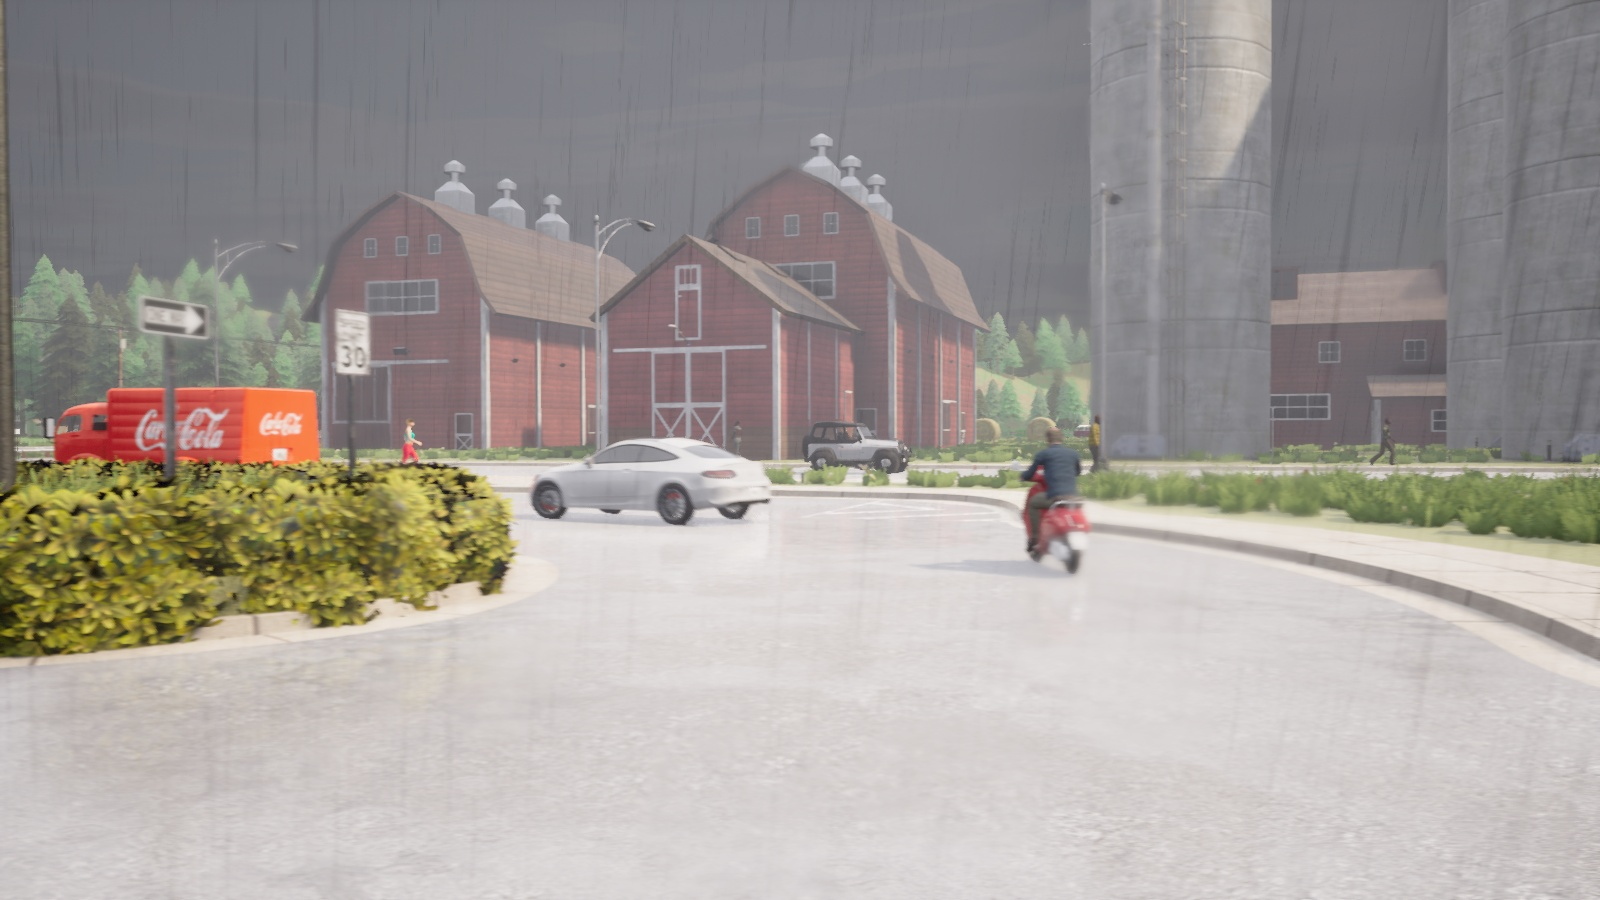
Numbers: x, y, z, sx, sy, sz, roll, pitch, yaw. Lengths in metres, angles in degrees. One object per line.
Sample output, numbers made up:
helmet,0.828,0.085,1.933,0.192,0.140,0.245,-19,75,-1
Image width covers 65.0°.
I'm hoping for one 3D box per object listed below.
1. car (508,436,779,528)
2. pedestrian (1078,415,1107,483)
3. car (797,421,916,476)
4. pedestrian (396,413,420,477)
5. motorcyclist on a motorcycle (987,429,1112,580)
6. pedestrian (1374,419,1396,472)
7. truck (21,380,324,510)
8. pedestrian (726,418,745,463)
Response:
car,-2.817,0.487,22.170,4.674,1.442,1.812,1,1,33
pedestrian,7.889,-0.031,33.848,0.726,1.835,0.370,0,1,17
car,2.023,-0.084,44.565,3.866,1.878,1.905,1,1,18
pedestrian,-11.389,-0.140,36.513,0.594,1.836,0.345,0,1,-4
motorcyclist on a motorcycle,2.771,0.564,14.156,0.866,1.590,1.817,0,1,-6
pedestrian,21.522,-0.177,46.195,0.692,1.930,0.395,1,1,22
truck,-12.812,-0.124,25.768,5.204,2.467,2.627,0,1,18
pedestrian,-2.807,-0.404,54.650,0.666,1.930,0.402,1,1,26
